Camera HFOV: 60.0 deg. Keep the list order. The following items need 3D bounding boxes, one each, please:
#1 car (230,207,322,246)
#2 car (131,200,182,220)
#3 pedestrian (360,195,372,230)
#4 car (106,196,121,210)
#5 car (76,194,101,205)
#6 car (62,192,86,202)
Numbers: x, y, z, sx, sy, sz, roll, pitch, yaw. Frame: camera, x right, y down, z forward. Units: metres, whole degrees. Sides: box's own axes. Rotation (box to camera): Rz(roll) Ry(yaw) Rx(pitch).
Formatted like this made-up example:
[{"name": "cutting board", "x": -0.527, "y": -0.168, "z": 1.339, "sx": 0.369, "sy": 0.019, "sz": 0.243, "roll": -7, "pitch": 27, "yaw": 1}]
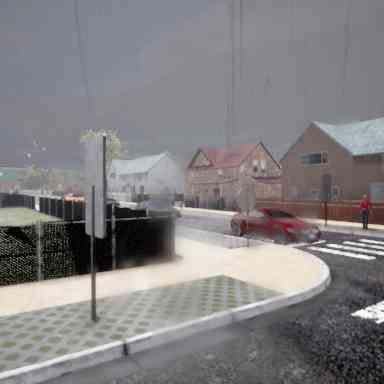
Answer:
[{"name": "car", "x": 3.517, "y": 1.429, "z": 14.894, "sx": 1.812, "sy": 1.442, "sz": 4.674, "roll": 0, "pitch": 1, "yaw": -29}, {"name": "car", "x": -2.849, "y": 1.331, "z": 24.809, "sx": 2.033, "sy": 1.411, "sz": 5.357, "roll": 0, "pitch": 1, "yaw": -34}, {"name": "pedestrian", "x": 9.149, "y": 1.042, "z": 17.596, "sx": 0.375, "sy": 1.860, "sz": 0.375, "roll": 1, "pitch": 0, "yaw": -34}, {"name": "car", "x": -8.678, "y": 1.180, "z": 33.379, "sx": 1.837, "sy": 1.490, "sz": 4.892, "roll": 0, "pitch": 1, "yaw": -34}, {"name": "car", "x": -14.978, "y": 1.052, "z": 47.857, "sx": 2.033, "sy": 1.411, "sz": 5.357, "roll": 0, "pitch": 1, "yaw": -35}, {"name": "car", "x": -14.430, "y": 0.918, "z": 41.894, "sx": 2.097, "sy": 1.767, "sz": 4.553, "roll": 0, "pitch": 1, "yaw": -34}]
